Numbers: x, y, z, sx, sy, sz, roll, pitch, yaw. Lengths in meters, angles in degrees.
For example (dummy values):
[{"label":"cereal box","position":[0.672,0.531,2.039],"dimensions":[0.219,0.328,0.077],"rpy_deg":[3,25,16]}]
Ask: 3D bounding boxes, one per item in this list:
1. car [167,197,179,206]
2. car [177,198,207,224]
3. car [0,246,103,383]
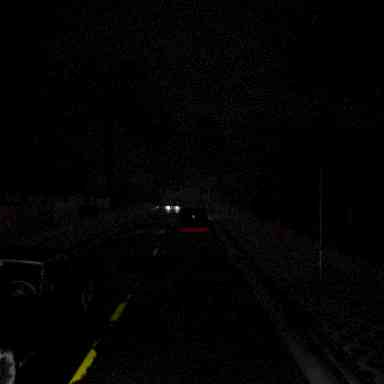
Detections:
[{"label":"car","position":[-2.755,1.414,50.405],"dimensions":[2.033,1.411,5.357],"rpy_deg":[0,0,0]},{"label":"car","position":[0.098,1.456,24.389],"dimensions":[1.882,1.535,5.008],"rpy_deg":[0,0,0]},{"label":"car","position":[-2.850,1.595,4.947],"dimensions":[1.895,1.301,4.718],"rpy_deg":[0,0,0]}]
